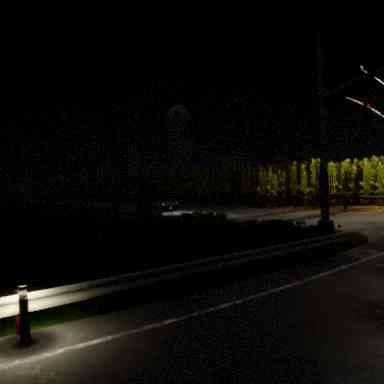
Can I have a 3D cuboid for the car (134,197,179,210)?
[{"bbox_3d":[-3.284,1.098,30.357,1.895,1.301,4.718,-4,2,-41],"label":"car"}]
